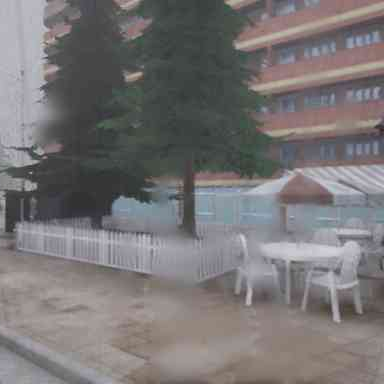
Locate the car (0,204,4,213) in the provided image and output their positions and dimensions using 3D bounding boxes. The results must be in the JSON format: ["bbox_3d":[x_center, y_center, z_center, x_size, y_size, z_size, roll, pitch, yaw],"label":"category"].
[{"bbox_3d":[-21.525,1.528,34.348,2.128,1.511,4.902,0,0,3],"label":"car"}]

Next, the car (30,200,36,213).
[{"bbox_3d":[-17.695,1.527,36.961,2.128,1.511,4.902,0,0,8],"label":"car"}]
